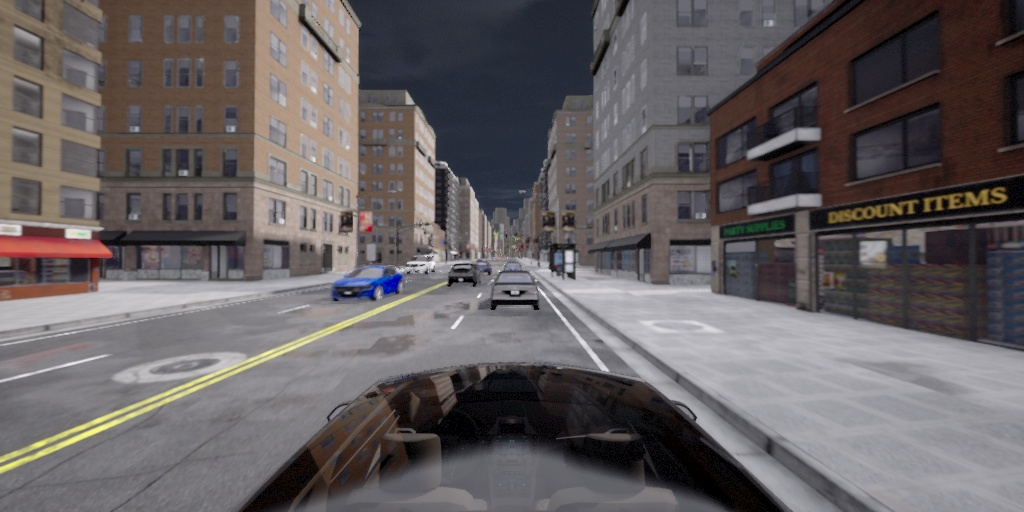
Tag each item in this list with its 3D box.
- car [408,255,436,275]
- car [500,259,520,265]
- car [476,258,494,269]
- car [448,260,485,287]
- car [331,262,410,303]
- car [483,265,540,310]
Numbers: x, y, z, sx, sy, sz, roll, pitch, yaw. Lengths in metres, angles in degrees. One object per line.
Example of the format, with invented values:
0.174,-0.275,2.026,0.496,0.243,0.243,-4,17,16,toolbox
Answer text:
-9.780,0.936,38.772,2.150,2.045,5.566,0,0,1,car
0.098,1.263,34.984,2.033,1.411,5.357,0,0,0,car
-3.141,1.240,37.953,1.812,1.442,4.674,0,0,0,car
-3.145,1.227,24.355,1.837,1.490,4.892,0,-1,0,car
-6.596,1.210,16.901,1.882,1.535,5.008,0,0,0,car
0.103,1.282,14.660,2.033,1.411,5.357,0,0,0,car
